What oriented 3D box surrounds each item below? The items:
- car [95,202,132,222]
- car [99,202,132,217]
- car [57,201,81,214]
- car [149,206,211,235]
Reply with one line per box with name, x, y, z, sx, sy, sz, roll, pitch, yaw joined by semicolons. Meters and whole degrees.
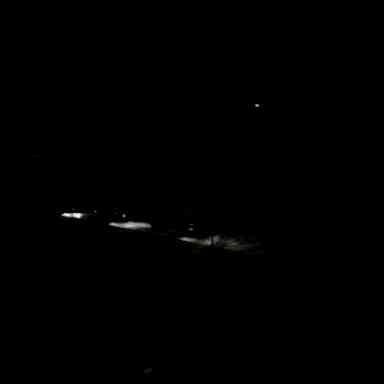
car;-6.964;1.707;29.141;2.128;1.511;4.902;0;0;-36
car;-8.343;1.797;35.984;1.994;1.385;4.181;0;0;-36
car;-14.984;1.831;40.339;1.994;1.385;4.181;0;0;-36
car;-0.863;1.655;20.518;1.882;1.535;5.008;0;0;-35
